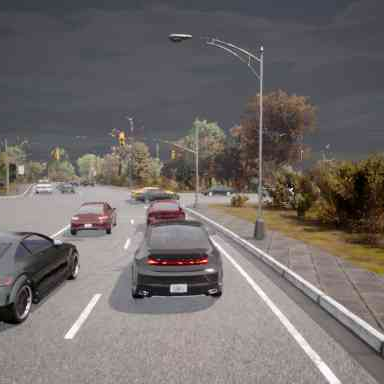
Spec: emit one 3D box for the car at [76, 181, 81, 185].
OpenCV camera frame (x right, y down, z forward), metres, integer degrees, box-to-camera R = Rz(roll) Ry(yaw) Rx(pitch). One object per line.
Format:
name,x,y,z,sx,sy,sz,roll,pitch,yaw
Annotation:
car,-29.074,-1.996,81.780,1.837,1.490,4.892,-1,3,-25

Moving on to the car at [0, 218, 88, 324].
car,-3.845,1.516,7.022,1.994,1.385,4.181,0,1,-2

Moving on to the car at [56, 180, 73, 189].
car,-23.585,-1.005,61.635,1.837,1.490,4.892,-1,3,-24

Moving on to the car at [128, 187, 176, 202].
car,-4.510,0.211,37.599,5.008,1.535,1.882,-1,3,-22

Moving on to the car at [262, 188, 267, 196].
car,13.469,-0.272,52.468,5.566,2.045,2.150,2,2,-22

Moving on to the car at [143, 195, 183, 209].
car,-1.452,1.169,17.397,1.882,1.535,5.008,0,2,-8

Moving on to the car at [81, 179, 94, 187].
car,-25.916,-2.347,83.273,2.150,2.045,5.566,-1,3,-25

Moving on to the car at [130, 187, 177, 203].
car,-3.558,0.432,34.218,4.674,1.442,1.812,-1,3,-22

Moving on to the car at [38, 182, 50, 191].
car,-27.499,-1.041,61.805,1.882,1.535,5.008,-1,3,-24

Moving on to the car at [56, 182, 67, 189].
car,-27.853,-1.373,70.906,1.895,1.301,4.718,-1,3,-25

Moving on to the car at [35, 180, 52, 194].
car,-23.494,-0.835,52.772,2.150,2.045,5.566,-1,3,-24

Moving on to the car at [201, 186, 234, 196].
car,3.703,-0.171,48.594,4.892,1.490,1.837,0,3,-22

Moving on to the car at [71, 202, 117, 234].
car,-4.912,1.241,16.936,1.812,1.442,4.674,0,2,-8

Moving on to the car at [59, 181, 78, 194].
car,-19.853,-0.550,53.178,1.812,1.442,4.674,-1,3,-23

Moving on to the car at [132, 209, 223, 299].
car,-0.401,1.428,8.339,1.837,1.490,4.892,0,1,-4
